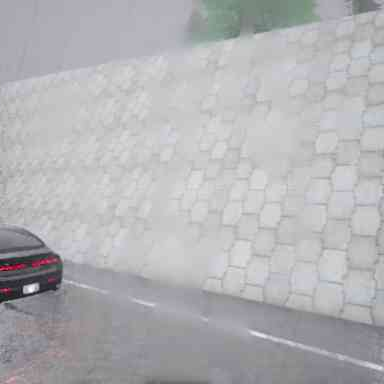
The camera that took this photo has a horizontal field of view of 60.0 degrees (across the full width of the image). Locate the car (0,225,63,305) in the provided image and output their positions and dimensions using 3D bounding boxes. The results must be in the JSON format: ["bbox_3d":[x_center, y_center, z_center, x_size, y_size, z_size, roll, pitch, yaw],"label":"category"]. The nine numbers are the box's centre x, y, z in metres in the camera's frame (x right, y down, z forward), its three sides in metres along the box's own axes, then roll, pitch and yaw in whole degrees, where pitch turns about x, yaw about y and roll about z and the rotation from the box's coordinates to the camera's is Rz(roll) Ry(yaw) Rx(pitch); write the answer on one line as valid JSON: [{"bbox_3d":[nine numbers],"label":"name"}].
[{"bbox_3d":[-4.892,1.498,7.561,4.892,1.490,1.837,1,0,37],"label":"car"}]
